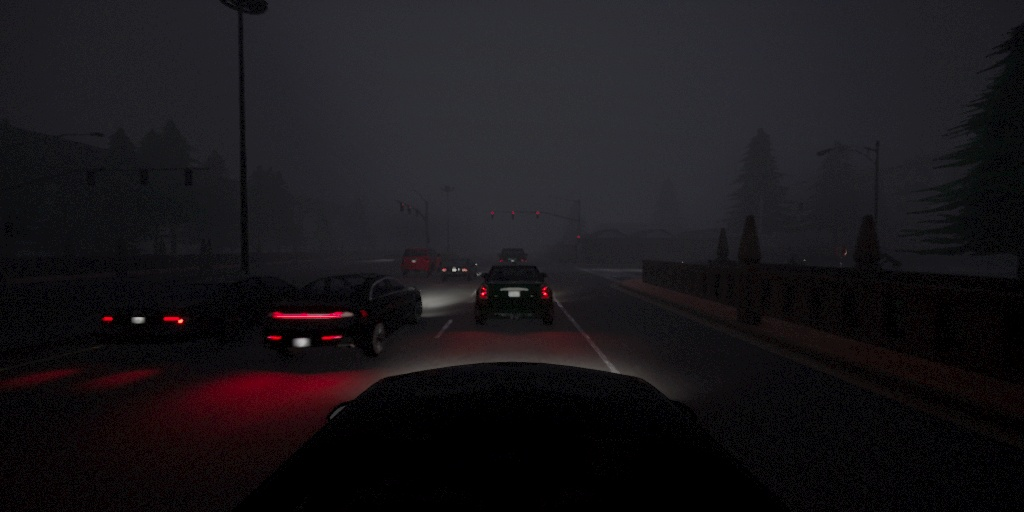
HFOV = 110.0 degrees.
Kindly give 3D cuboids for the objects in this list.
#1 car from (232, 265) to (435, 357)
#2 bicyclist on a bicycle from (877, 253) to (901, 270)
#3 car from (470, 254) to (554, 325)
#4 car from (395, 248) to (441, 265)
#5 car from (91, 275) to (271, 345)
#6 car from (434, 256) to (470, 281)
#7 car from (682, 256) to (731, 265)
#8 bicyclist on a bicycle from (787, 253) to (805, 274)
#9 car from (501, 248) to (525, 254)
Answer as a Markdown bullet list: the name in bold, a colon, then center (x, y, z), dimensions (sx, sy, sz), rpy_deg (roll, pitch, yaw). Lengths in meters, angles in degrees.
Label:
- **car**: center (-3.441, 1.147, 8.282), dimensions (2.128, 1.511, 4.902), rpy_deg (0, 1, 0)
- **bicyclist on a bicycle**: center (22.193, 0.647, 21.158), dimensions (0.582, 1.620, 1.656), rpy_deg (-1, 1, -35)
- **car**: center (0.070, 0.940, 11.251), dimensions (2.097, 1.767, 4.553), rpy_deg (0, 1, 0)
- **car**: center (-6.931, 0.402, 27.939), dimensions (2.150, 2.045, 5.566), rpy_deg (0, 1, 0)
- **car**: center (-6.938, 1.182, 9.182), dimensions (2.033, 1.411, 5.357), rpy_deg (0, 1, 0)
- **car**: center (-3.446, 0.825, 24.008), dimensions (2.033, 1.411, 5.357), rpy_deg (0, 1, 0)
- **car**: center (18.050, 0.662, 32.707), dimensions (4.718, 1.301, 1.895), rpy_deg (0, 1, 2)
- **bicyclist on a bicycle**: center (17.713, 0.588, 22.266), dimensions (0.582, 1.620, 1.656), rpy_deg (-23, -7, -13)
- **car**: center (0.072, 0.402, 27.907), dimensions (2.150, 2.045, 5.566), rpy_deg (0, 1, 0)
